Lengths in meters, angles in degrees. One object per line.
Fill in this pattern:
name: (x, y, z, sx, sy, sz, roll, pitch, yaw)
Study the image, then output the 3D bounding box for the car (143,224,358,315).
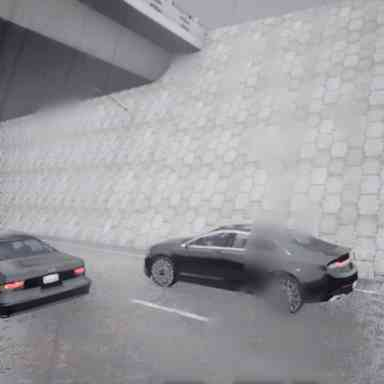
car: (1.034, 1.487, 7.554, 4.902, 1.511, 2.128, 0, 0, 36)

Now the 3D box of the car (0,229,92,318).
car: (-4.473, 1.537, 7.186, 5.357, 1.411, 2.033, 0, 0, 36)
